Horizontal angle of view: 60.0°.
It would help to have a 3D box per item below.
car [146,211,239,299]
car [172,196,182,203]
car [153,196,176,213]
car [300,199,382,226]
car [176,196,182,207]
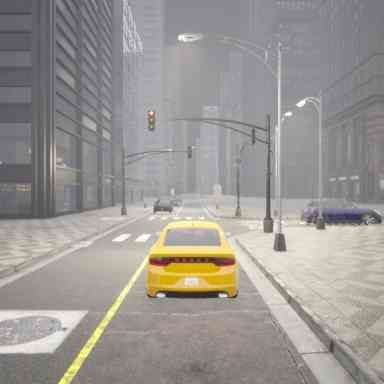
[{"bbox_3d":[0.028,1.477,8.538,1.882,1.535,5.008,0,0,1],"label":"car"},{"bbox_3d":[-3.018,1.516,69.213,1.837,1.490,4.892,0,0,0],"label":"car"},{"bbox_3d":[-3.110,1.479,36.477,1.882,1.535,5.008,0,0,-1],"label":"car"},{"bbox_3d":[9.317,1.226,20.940,4.553,1.767,2.097,-1,0,2],"label":"car"},{"bbox_3d":[-3.102,1.553,50.805,2.033,1.411,5.357,0,0,0],"label":"car"}]
